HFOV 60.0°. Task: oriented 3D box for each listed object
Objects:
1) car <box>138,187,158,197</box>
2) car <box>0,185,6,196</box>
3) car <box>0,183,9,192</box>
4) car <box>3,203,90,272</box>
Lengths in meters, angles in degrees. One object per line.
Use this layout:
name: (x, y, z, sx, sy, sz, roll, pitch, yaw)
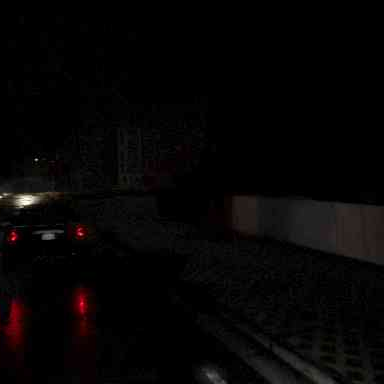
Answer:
car: (-6.984, -0.019, 53.946, 1.812, 1.442, 4.674, 1, 3, 22)
car: (-38.300, -0.046, 65.427, 1.882, 1.535, 5.008, -1, 2, -26)
car: (-45.044, -1.088, 79.459, 2.150, 2.045, 5.566, -1, 2, -26)
car: (-4.580, 1.128, 10.434, 2.097, 1.767, 4.553, -1, 2, -25)
